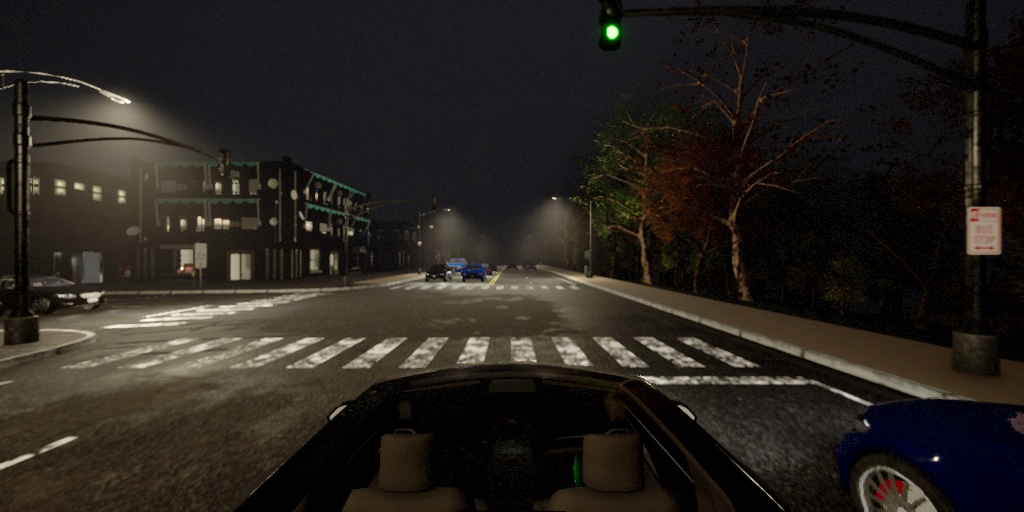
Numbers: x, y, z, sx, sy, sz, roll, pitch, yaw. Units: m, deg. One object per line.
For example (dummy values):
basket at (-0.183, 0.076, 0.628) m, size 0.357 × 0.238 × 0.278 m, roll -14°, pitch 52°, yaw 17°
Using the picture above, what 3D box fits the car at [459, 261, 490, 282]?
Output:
car at (-3.395, 1.487, 33.037) m, size 1.882 × 1.535 × 5.008 m, roll 0°, pitch 0°, yaw 0°

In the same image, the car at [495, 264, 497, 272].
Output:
car at (-3.411, 1.761, 56.066) m, size 1.994 × 1.385 × 4.181 m, roll 0°, pitch 0°, yaw 0°

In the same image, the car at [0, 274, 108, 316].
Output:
car at (-19.640, 1.572, 14.704) m, size 4.902 × 1.511 × 2.128 m, roll -1°, pitch 0°, yaw 0°

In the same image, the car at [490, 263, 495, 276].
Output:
car at (-3.409, 1.654, 42.999) m, size 1.994 × 1.385 × 4.181 m, roll 0°, pitch 0°, yaw 0°

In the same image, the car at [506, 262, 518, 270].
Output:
car at (0.008, 1.788, 64.100) m, size 1.812 × 1.442 × 4.674 m, roll 0°, pitch 0°, yaw 0°

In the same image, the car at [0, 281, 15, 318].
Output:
car at (-19.961, 1.654, 11.990) m, size 4.313 × 1.339 × 1.948 m, roll 0°, pitch 0°, yaw 0°

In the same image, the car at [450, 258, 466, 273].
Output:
car at (-6.660, 1.318, 43.670) m, size 2.150 × 2.045 × 5.566 m, roll 0°, pitch 0°, yaw 0°

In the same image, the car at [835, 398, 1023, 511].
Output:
car at (3.360, 1.267, 0.750) m, size 1.812 × 1.442 × 4.674 m, roll 0°, pitch 0°, yaw 1°

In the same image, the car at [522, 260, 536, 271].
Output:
car at (3.271, 1.799, 62.821) m, size 2.033 × 1.411 × 5.357 m, roll 0°, pitch 0°, yaw 0°

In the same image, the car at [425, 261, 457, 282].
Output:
car at (-6.641, 1.514, 32.970) m, size 1.837 × 1.490 × 4.892 m, roll 0°, pitch 0°, yaw 0°
